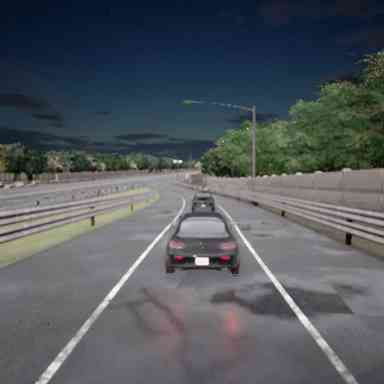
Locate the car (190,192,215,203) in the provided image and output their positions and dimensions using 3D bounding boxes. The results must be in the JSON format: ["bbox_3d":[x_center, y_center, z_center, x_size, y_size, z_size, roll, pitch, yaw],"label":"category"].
[{"bbox_3d":[0.930,0.773,28.596,1.837,1.490,4.892,0,1,1],"label":"car"}]

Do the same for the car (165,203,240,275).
[{"bbox_3d":[0.315,1.280,9.524,1.812,1.442,4.674,0,2,2],"label":"car"}]
